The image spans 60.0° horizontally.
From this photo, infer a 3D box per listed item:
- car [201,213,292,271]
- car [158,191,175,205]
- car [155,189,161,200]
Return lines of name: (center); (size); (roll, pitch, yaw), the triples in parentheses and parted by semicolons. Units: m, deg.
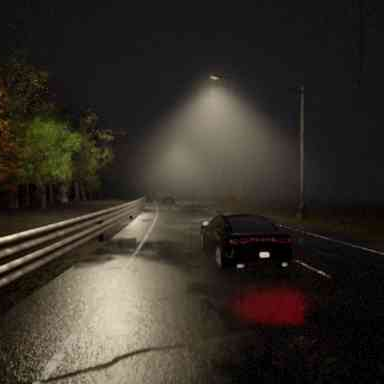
car: (1.489, 1.397, 10.760); (1.882, 1.535, 5.008); (0, 0, -7)
car: (-3.590, 1.062, 49.465); (2.128, 1.511, 4.902); (0, 1, -7)
car: (-5.980, 0.748, 67.670); (2.097, 1.767, 4.553); (0, 1, -7)
